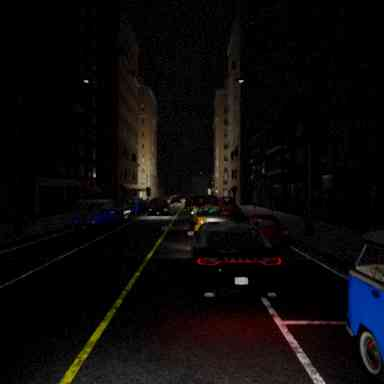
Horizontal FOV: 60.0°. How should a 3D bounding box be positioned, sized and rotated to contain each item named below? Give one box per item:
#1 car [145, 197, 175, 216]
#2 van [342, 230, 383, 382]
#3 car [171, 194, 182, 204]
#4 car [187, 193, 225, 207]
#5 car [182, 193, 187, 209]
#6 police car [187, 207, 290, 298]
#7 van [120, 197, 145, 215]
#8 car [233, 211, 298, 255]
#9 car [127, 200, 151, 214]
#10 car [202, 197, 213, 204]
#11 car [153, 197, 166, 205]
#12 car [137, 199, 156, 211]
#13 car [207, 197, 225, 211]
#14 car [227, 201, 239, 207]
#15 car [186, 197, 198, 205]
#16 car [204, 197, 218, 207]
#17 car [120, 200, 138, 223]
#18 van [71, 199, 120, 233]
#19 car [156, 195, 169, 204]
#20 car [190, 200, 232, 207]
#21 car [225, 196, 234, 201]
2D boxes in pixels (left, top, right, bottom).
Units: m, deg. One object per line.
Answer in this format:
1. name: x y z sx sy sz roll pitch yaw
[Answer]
1. car: -3.068 1.539 32.713 2.033 1.411 5.357 0 0 0
2. van: 2.857 1.340 2.883 1.690 1.788 3.998 0 0 0
3. car: -2.933 1.543 62.830 2.033 1.411 5.357 0 0 0
4. car: 0.924 1.218 24.593 2.150 2.045 5.566 0 0 0
5. car: 0.062 1.344 45.503 2.097 1.767 4.553 0 0 0
6. police car: 0.908 1.422 8.672 1.930 1.638 5.238 0 0 0
7. van: -5.640 1.333 30.398 1.690 1.788 3.998 0 0 0
8. car: 2.869 1.578 13.885 1.802 1.307 4.206 0 0 0
9. car: -5.634 1.558 35.899 1.947 1.339 4.313 0 0 0
10. car: 2.919 1.561 63.397 1.947 1.339 4.313 0 0 0
11. car: -5.612 1.576 57.905 1.802 1.307 4.206 0 0 0
12. car: -5.628 1.574 41.401 1.802 1.307 4.206 0 0 0
13. car: 2.897 1.432 41.392 1.967 1.590 4.097 0 0 0
14. car: 2.881 1.575 24.888 1.802 1.307 4.206 0 0 0
15. car: 0.059 1.558 58.905 1.994 1.385 4.181 0 0 0
16. car: 2.908 1.544 52.395 2.008 1.369 4.403 0 0 0
17. car: -5.645 1.544 24.896 2.008 1.369 4.403 0 0 0
18. van: -5.651 1.335 19.396 1.690 1.788 3.998 0 0 0
19. car: -5.606 1.435 63.406 1.967 1.590 4.097 0 0 0
20. car: 0.918 1.450 18.753 1.801 1.575 5.366 0 0 0
21. car: 2.885 1.307 30.389 2.192 1.841 5.009 0 0 0
